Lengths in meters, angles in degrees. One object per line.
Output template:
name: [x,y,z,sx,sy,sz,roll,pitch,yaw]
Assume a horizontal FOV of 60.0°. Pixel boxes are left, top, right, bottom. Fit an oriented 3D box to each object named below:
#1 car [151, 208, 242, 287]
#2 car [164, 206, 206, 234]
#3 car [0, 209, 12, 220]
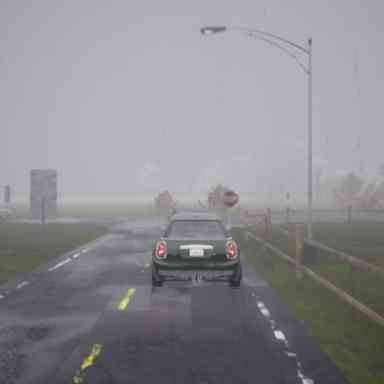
car: [0.101,1.367,9.510,2.097,1.767,4.553,0,0,0]
car: [-0.588,1.633,20.659,1.895,1.301,4.718,0,0,-11]
car: [-17.232,1.685,26.784,4.718,1.301,1.895,0,0,1]
